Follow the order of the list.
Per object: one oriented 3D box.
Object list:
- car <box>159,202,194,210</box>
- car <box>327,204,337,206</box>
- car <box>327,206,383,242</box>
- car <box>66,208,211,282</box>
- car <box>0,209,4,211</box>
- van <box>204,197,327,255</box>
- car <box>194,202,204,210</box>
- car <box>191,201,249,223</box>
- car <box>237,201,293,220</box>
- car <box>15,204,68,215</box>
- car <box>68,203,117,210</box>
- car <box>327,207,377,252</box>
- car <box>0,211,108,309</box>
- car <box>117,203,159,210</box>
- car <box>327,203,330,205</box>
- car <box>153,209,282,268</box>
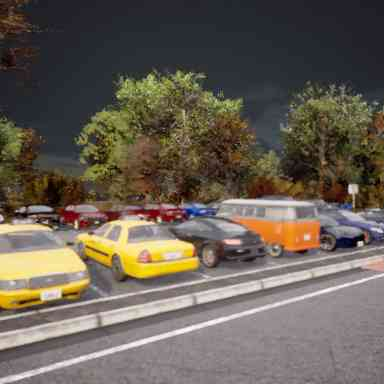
[{"bbox_3d":[-2.340,1.550,24.891,2.097,1.535,5.008,1,0,-36],"label":"car"},{"bbox_3d":[9.645,1.638,18.029,2.002,1.452,4.674,1,0,-36],"label":"car"},{"bbox_3d":[7.347,1.616,16.385,2.002,1.452,4.674,1,0,-36],"label":"car"},{"bbox_3d":[-1.937,1.482,9.937,1.946,1.575,5.366,1,0,-36],"label":"car"},{"bbox_3d":[-11.632,1.333,18.256,2.185,1.767,4.553,1,0,-36],"label":"car"},{"bbox_3d":[2.693,1.305,13.180,1.878,1.987,4.442,1,0,-36],"label":"van"},{"bbox_3d":[-0.047,1.572,26.538,2.097,1.535,5.008,1,0,-36],"label":"car"},{"bbox_3d":[2.245,1.596,28.187,2.231,1.521,4.892,0,0,-36],"label":"car"},{"bbox_3d":[6.822,1.638,31.495,2.231,1.521,4.892,1,0,-36],"label":"car"},{"bbox_3d":[-9.319,1.481,19.874,2.097,1.535,5.008,1,0,-36],"label":"car"},{"bbox_3d":[-7.032,1.504,21.529,2.097,1.535,5.008,1,0,-36],"label":"car"},{"bbox_3d":[5.071,1.583,14.709,2.163,1.488,4.792,1,0,-36],"label":"car"},{"bbox_3d":[-4.015,1.460,7.986,1.946,1.575,5.366,1,0,-36],"label":"car"},{"bbox_3d":[-4.653,1.557,23.270,2.163,1.488,4.792,1,0,-36],"label":"car"},{"bbox_3d":[13.749,1.561,36.388,2.185,1.767,4.553,1,-1,-36],"label":"car"},{"bbox_3d":[0.467,1.548,11.433,2.002,1.452,4.674,1,0,-36],"label":"car"}]
